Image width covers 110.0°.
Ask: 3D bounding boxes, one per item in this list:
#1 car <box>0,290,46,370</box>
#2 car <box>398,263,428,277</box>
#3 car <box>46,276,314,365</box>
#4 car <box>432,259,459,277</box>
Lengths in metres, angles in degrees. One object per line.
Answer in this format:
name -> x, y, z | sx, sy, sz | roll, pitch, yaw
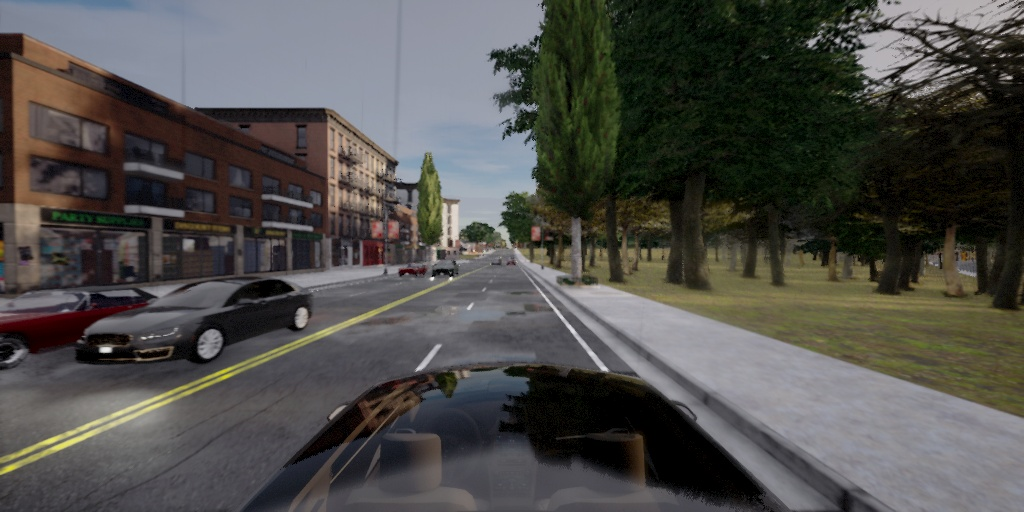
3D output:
car -> -9.796, 1.369, 7.859 | 1.895, 1.301, 4.718 | 0, 0, 0
car -> -9.813, 1.376, 35.712 | 1.895, 1.301, 4.718 | 0, 0, 0
car -> -6.547, 1.266, 8.233 | 1.837, 1.490, 4.892 | 0, 0, 1
car -> -6.564, 1.121, 35.778 | 2.097, 1.767, 4.553 | 0, 0, 0
